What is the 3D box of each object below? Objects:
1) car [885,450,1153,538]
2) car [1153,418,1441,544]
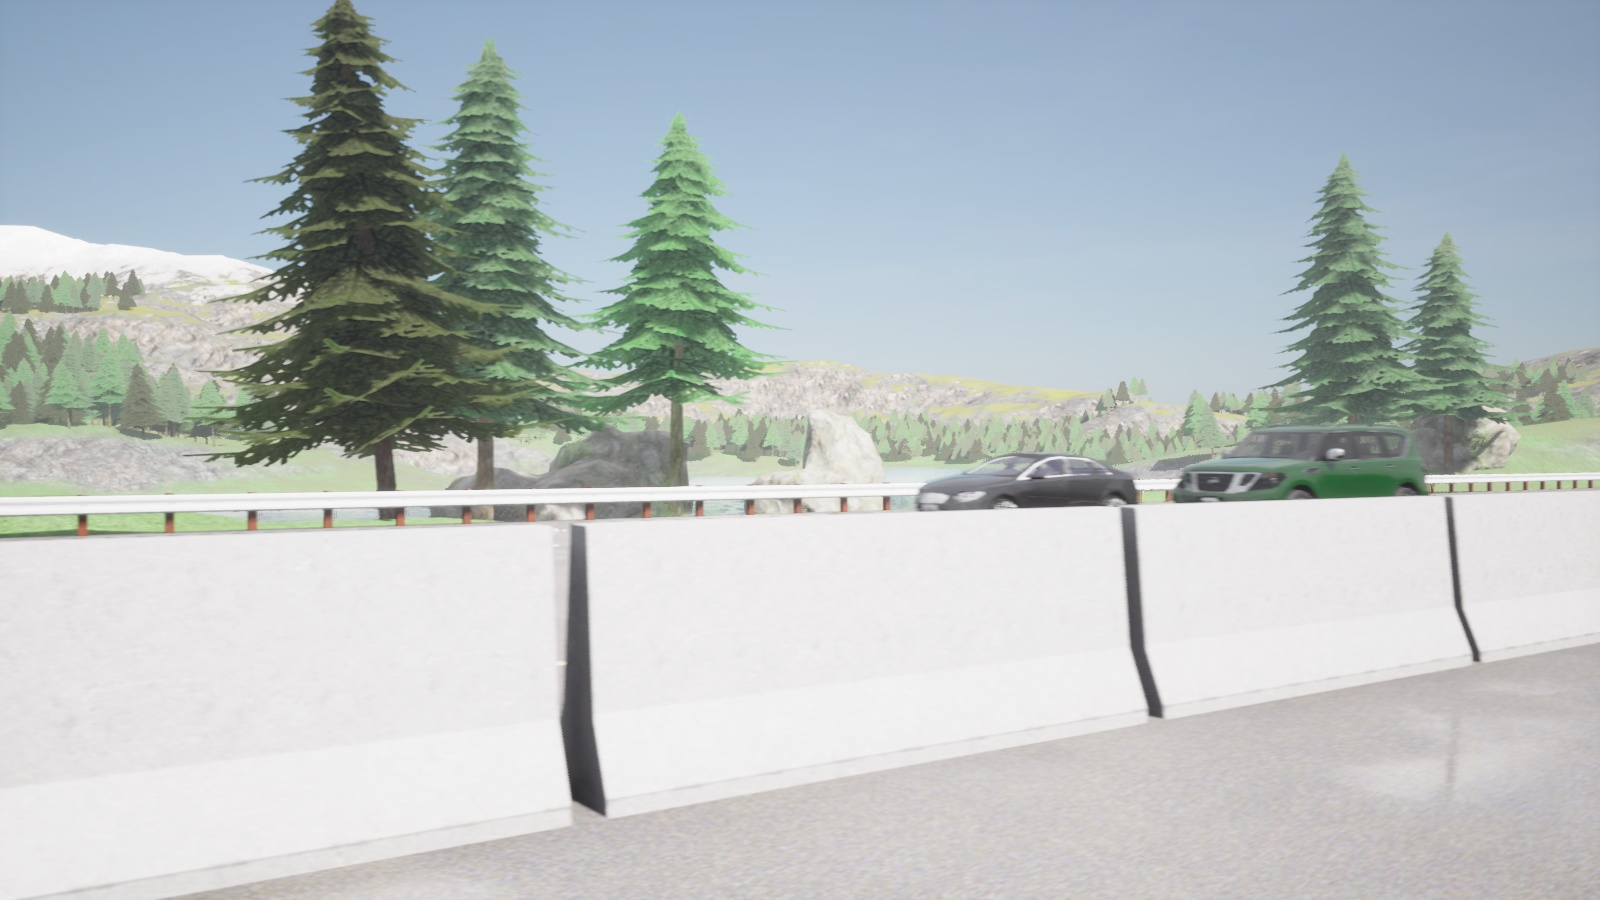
[{"bbox_3d":[4.185,0.750,23.645,4.902,1.511,2.128,0,0,-35],"label":"car"},{"bbox_3d":[9.106,0.500,22.819,5.566,2.045,2.150,0,0,-35],"label":"car"}]
